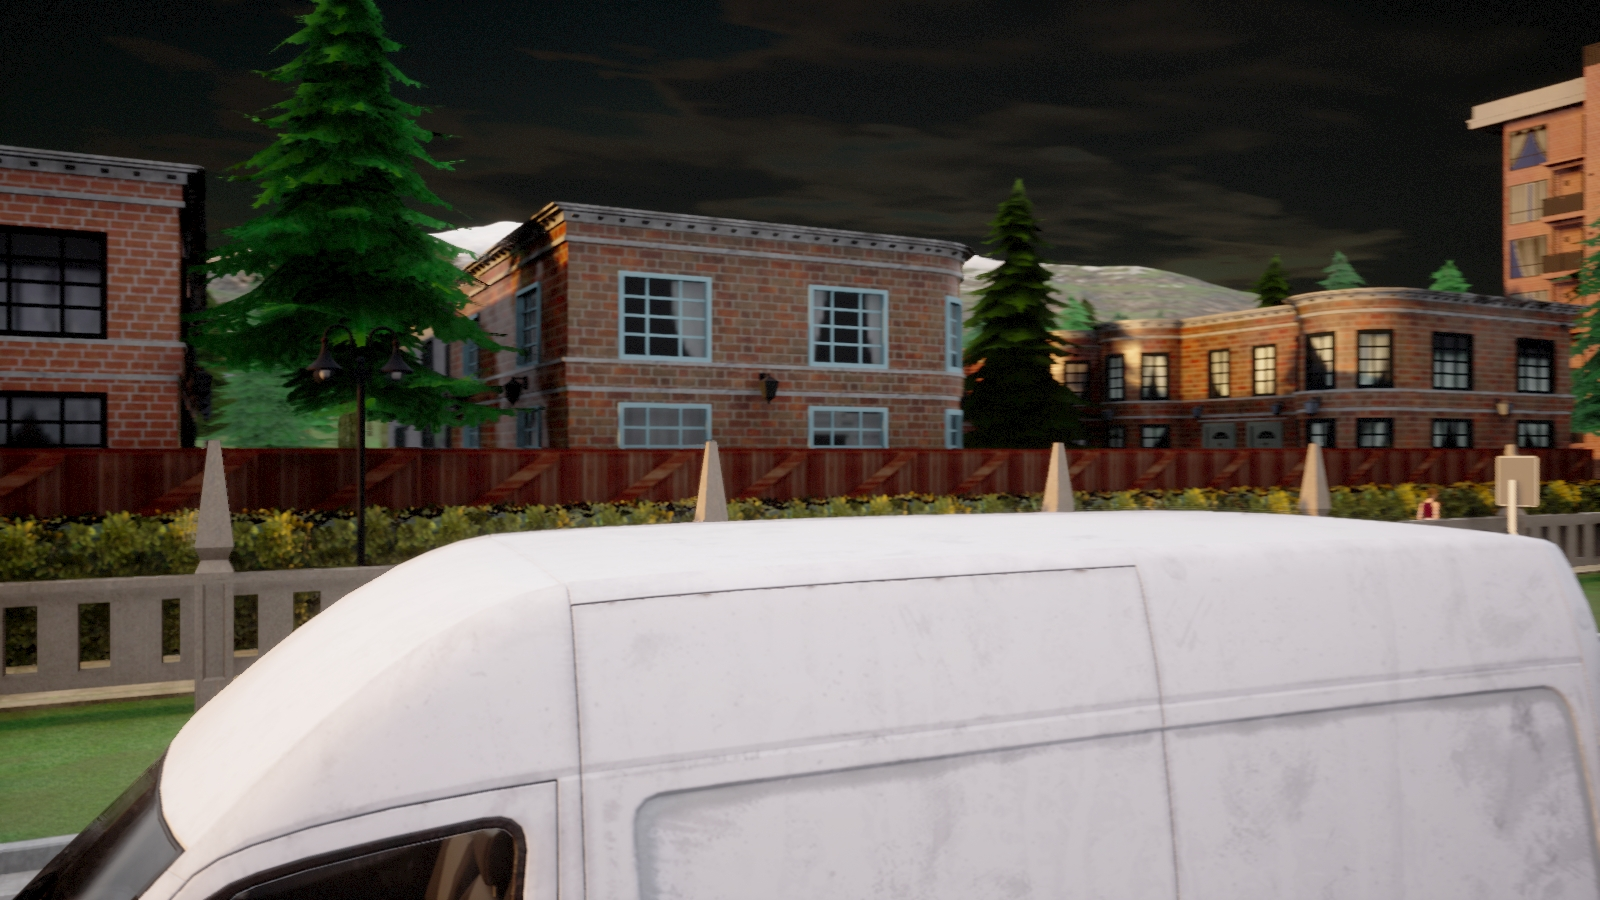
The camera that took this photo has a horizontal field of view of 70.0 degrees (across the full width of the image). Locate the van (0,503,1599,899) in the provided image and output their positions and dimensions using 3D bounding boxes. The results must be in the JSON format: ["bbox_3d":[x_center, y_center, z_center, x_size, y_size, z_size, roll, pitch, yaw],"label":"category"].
[{"bbox_3d":[-0.298,1.538,3.422,5.915,2.561,1.988,0,0,-22],"label":"van"}]

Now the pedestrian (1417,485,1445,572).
[{"bbox_3d":[13.823,1.714,25.026,0.375,1.860,0.375,0,0,-27],"label":"pedestrian"}]
